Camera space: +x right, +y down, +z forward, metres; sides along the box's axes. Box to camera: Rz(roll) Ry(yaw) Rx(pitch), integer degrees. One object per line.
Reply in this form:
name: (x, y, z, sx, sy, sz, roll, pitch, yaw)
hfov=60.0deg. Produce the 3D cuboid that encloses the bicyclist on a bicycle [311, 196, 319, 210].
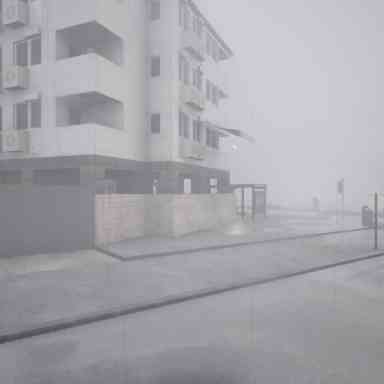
bicyclist on a bicycle: (14.628, 1.349, 39.528, 1.656, 1.620, 0.582, 0, 0, -35)
